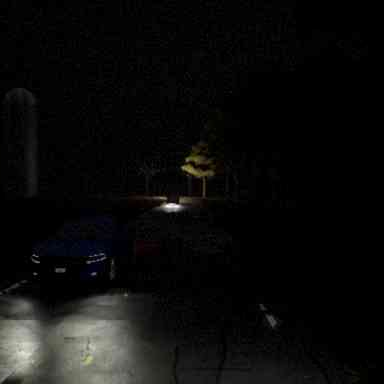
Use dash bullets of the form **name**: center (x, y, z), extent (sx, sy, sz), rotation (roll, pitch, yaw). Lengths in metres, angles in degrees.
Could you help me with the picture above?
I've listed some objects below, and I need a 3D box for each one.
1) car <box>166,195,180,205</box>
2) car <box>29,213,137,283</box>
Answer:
- **car**: center (-2.910, 1.182, 51.289), extent (2.128, 1.511, 4.902), rotation (0, 0, 0)
- **car**: center (-2.854, 1.417, 9.707), extent (1.882, 1.535, 5.008), rotation (0, 0, 0)
